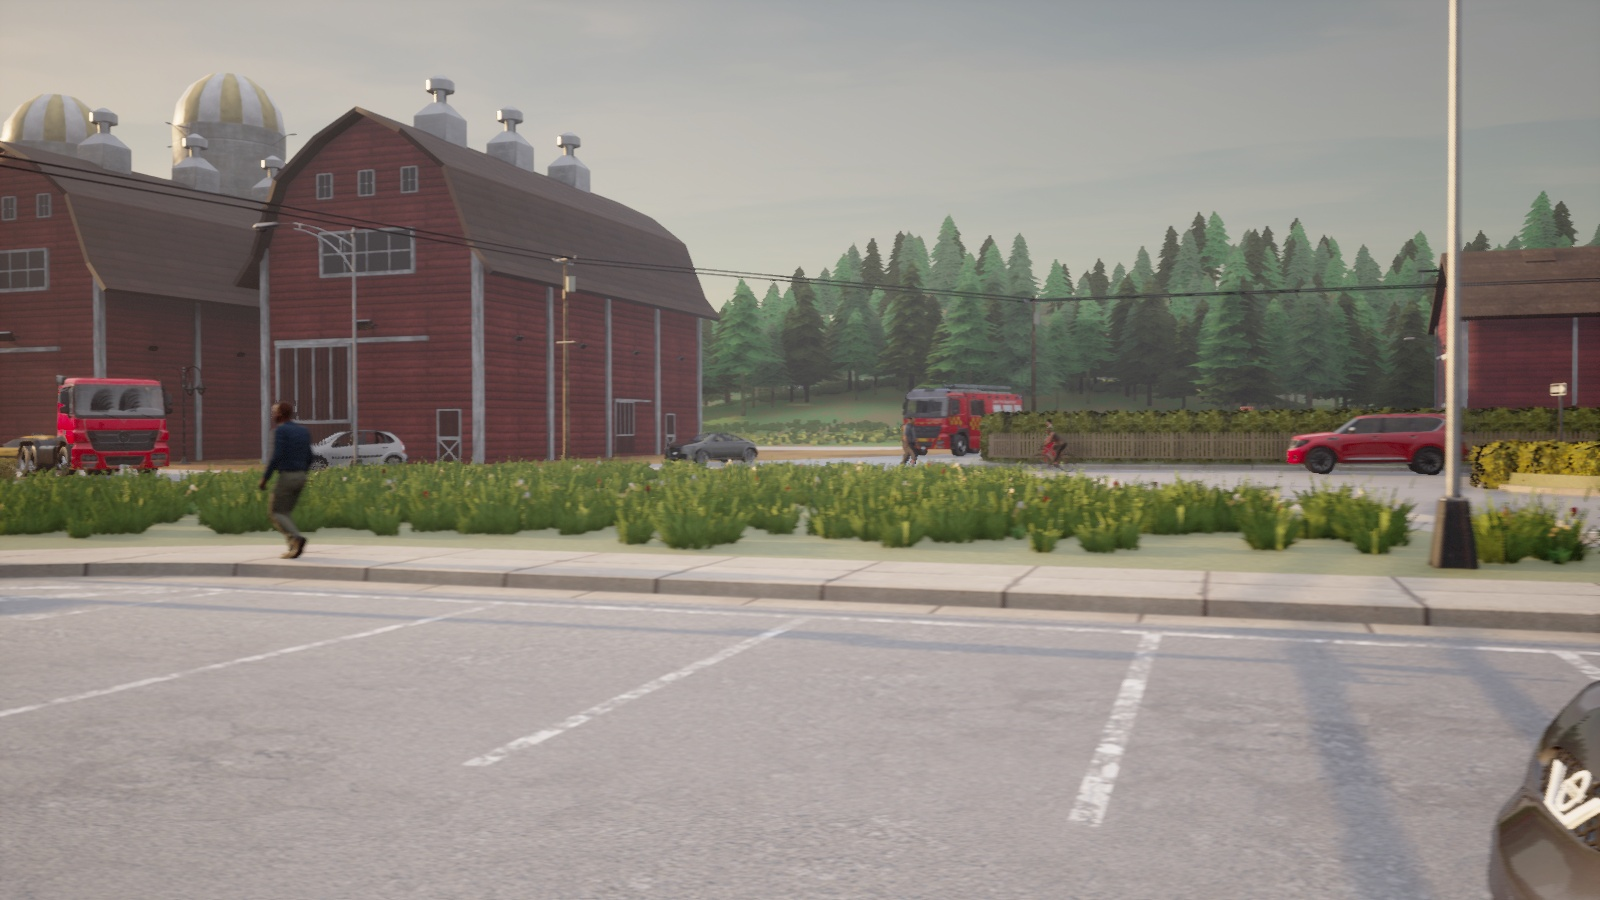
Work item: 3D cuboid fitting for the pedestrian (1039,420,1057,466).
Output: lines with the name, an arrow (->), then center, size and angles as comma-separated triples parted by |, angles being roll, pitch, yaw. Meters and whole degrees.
pedestrian -> 9.797, -0.276, 49.620 | 0.594, 1.836, 0.345 | 1, 1, 36

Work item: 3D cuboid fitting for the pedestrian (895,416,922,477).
pedestrian -> 3.334, -0.123, 38.570 | 0.694, 1.848, 0.540 | 1, 1, 19

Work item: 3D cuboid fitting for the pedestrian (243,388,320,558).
pedestrian -> -5.716, 0.239, 13.849 | 0.726, 1.835, 0.370 | 1, 1, 22

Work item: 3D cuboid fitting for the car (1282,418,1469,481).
car -> 19.343, -0.063, 42.519 | 5.566, 2.045, 2.150 | 1, 1, 19

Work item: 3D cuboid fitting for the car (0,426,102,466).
car -> -31.964, -0.193, 52.353 | 5.366, 1.575, 1.801 | 1, 1, 17

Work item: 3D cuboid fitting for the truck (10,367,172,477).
truck -> -24.600, -0.946, 43.360 | 2.891, 3.462, 7.936 | -1, 1, -44

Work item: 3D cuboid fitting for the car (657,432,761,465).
car -> -3.989, -0.099, 55.289 | 4.181, 1.385, 1.994 | -1, 1, -41

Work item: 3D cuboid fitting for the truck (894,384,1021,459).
truck -> 8.701, -1.553, 68.336 | 2.891, 3.827, 8.468 | 1, 1, 38

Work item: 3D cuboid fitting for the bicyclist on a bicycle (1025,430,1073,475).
bicyclist on a bicycle -> 9.141, 0.075, 46.108 | 1.656, 1.620, 0.582 | 0, 1, 20

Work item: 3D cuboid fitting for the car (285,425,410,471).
car -> -16.609, -0.107, 46.106 | 3.988, 1.617, 1.851 | -1, 1, -32

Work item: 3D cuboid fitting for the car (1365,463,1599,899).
car -> 3.062, 0.817, 2.163 | 3.633, 1.501, 1.845 | 1, 1, 19
